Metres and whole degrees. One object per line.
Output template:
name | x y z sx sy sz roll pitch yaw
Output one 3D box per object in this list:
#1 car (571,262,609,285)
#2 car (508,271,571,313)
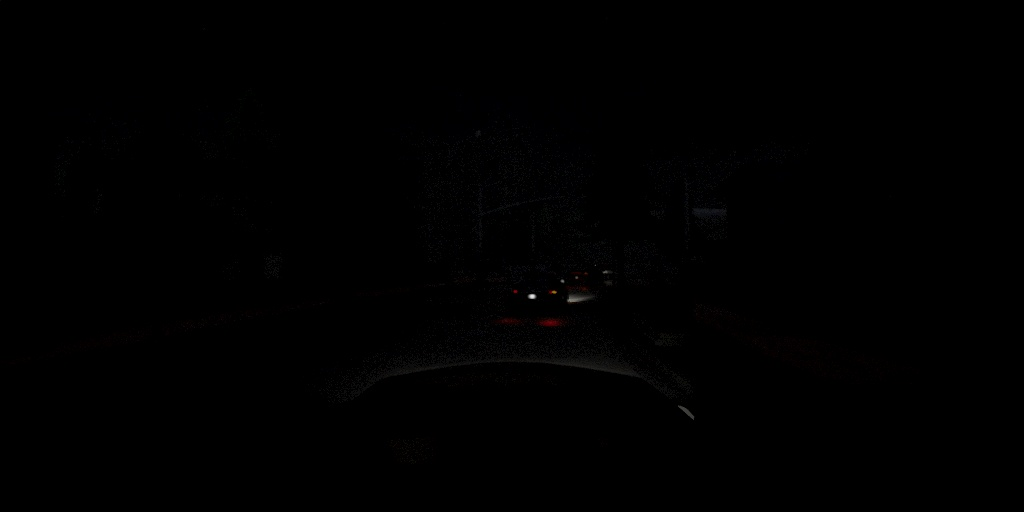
car | 6.070 1.507 29.175 1.882 1.535 5.008 -1 -1 29
car | 1.187 1.447 14.878 1.994 1.385 4.181 0 -1 13
